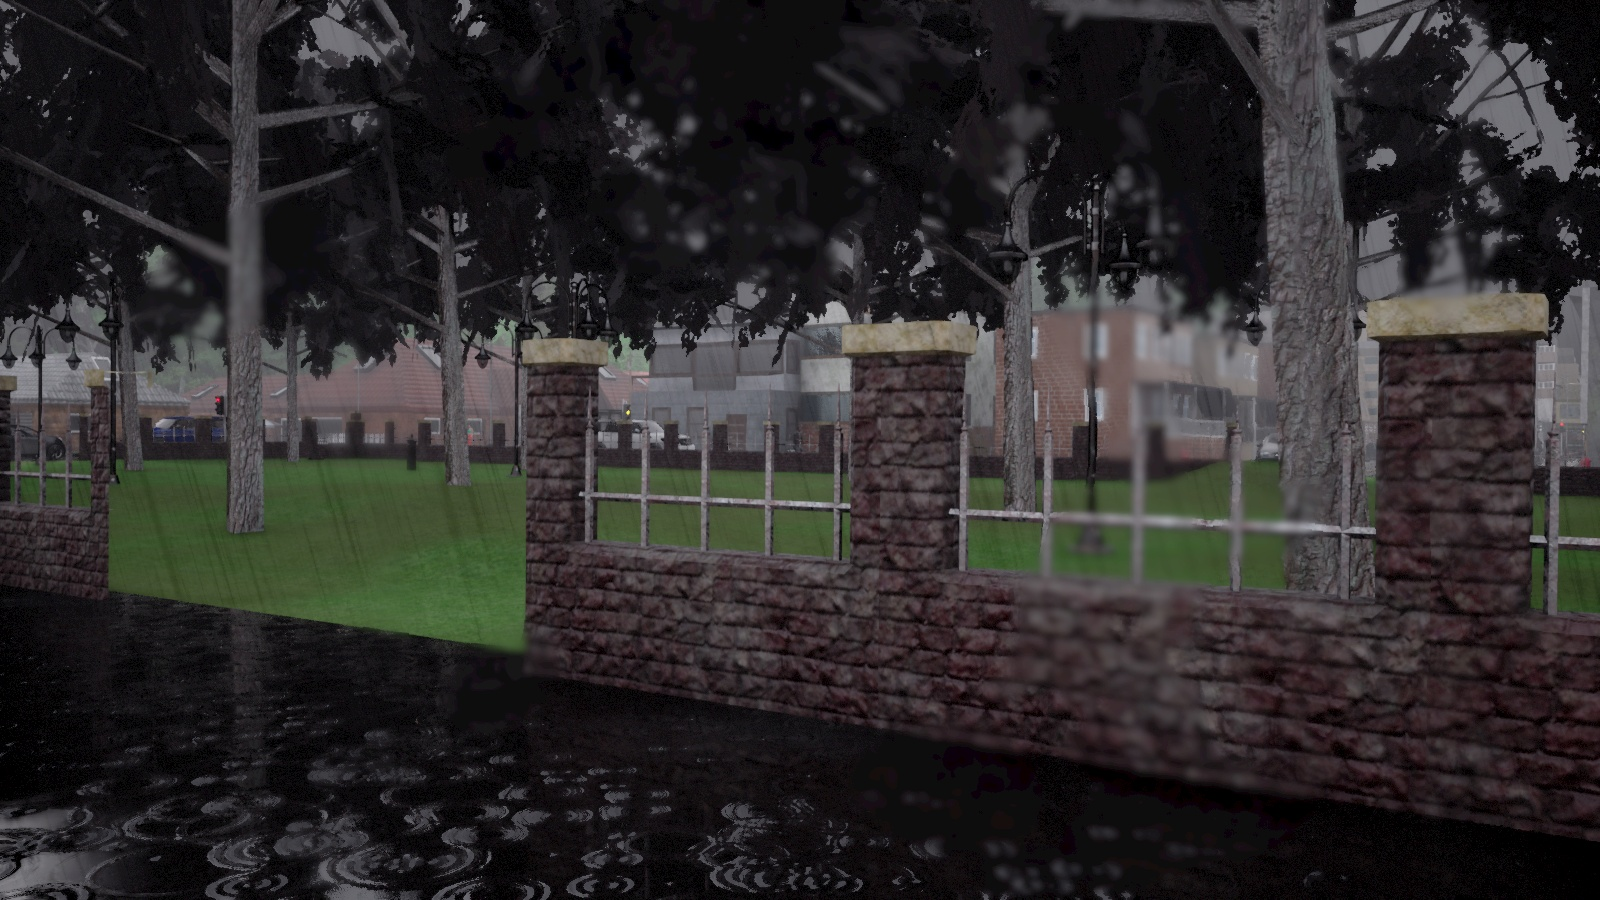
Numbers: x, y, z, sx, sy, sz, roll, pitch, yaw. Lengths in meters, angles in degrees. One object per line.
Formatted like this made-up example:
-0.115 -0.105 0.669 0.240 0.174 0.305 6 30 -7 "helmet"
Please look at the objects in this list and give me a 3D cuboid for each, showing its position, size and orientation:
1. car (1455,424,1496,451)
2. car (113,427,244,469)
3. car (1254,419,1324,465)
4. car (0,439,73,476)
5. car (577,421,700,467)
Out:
40.686 -0.772 75.580 1.851 1.617 3.988 0 1 33 "car"
-31.393 -0.143 63.633 2.150 2.045 5.566 0 1 35 "car"
18.527 -0.312 47.802 2.152 1.651 5.027 0 1 18 "car"
-33.263 0.310 53.399 1.845 1.501 3.633 0 1 32 "car"
-7.590 -0.289 58.786 5.566 2.045 2.150 0 1 31 "car"
